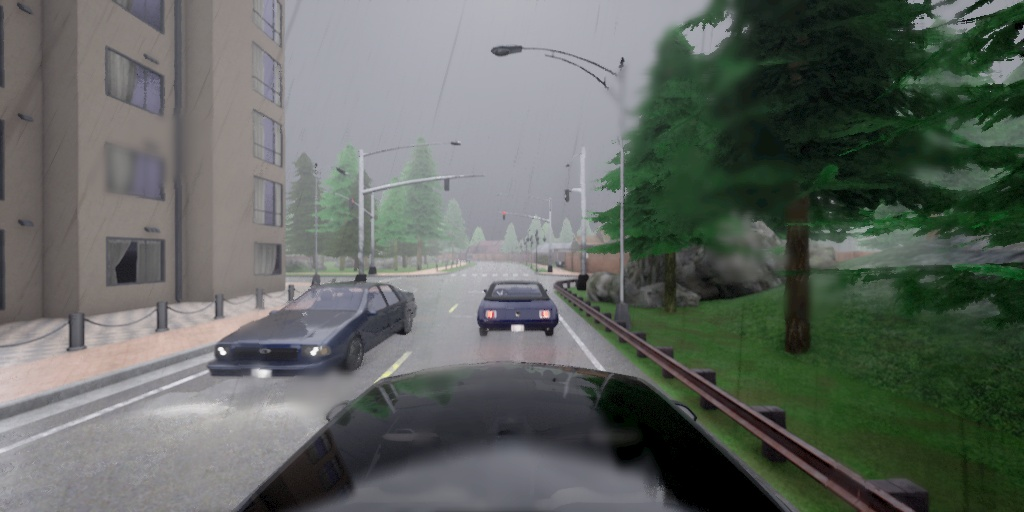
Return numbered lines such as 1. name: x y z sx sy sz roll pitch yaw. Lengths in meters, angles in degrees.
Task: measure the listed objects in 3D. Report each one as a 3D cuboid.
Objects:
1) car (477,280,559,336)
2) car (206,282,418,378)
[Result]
1. car: 0.106 1.338 10.306 1.895 1.301 4.718 0 0 -1
2. car: -3.546 1.289 7.780 2.033 1.411 5.357 0 0 1
